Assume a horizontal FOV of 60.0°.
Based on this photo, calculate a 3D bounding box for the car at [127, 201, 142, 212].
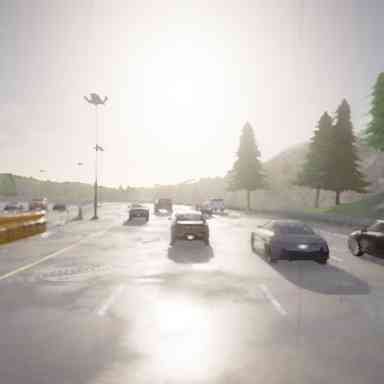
[{"bbox_3d":[-8.754,2.153,50.479,1.812,1.442,4.674,1,-1,-15],"label":"car"}]

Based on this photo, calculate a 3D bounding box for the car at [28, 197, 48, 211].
[{"bbox_3d":[-23.803,1.840,51.751,2.150,2.045,5.566,0,-1,-16],"label":"car"}]

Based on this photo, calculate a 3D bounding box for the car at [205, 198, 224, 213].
[{"bbox_3d":[2.911,1.823,47.191,2.150,2.045,5.566,0,-1,-12],"label":"car"}]

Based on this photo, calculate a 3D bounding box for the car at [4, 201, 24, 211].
[{"bbox_3d":[-27.305,2.162,51.292,2.033,1.411,5.357,0,-1,-16],"label":"car"}]

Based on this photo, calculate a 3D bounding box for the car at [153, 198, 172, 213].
[{"bbox_3d":[-4.091,1.804,46.378,2.150,2.045,5.566,1,-1,-13],"label":"car"}]

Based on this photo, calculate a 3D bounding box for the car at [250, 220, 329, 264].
[{"bbox_3d":[3.480,1.729,12.567,1.994,1.385,4.181,0,-1,-1],"label":"car"}]

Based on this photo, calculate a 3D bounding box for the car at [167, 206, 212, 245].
[{"bbox_3d":[-0.174,1.721,16.910,1.837,1.490,4.892,0,0,-3],"label":"car"}]

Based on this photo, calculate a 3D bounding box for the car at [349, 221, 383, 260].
[{"bbox_3d":[7.014,1.656,10.986,1.837,1.490,4.892,0,0,-1],"label":"car"}]

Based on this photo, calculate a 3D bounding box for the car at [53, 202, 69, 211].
[{"bbox_3d":[-19.742,2.209,50.088,1.895,1.301,4.718,0,-1,-15],"label":"car"}]

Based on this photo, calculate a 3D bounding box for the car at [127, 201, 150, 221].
[{"bbox_3d":[-5.072,1.891,31.973,2.128,1.511,4.902,0,-1,-8],"label":"car"}]

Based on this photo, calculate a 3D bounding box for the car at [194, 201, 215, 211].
[{"bbox_3d":[0.946,2.092,38.676,1.895,1.301,4.718,0,-1,-10],"label":"car"}]
